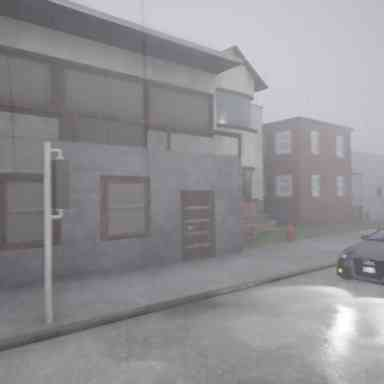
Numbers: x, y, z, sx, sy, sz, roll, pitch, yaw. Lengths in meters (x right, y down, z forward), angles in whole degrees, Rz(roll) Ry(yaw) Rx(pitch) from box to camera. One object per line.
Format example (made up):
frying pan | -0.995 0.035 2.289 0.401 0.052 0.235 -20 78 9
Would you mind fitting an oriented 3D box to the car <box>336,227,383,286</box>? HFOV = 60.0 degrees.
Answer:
car | 5.700 1.624 8.906 4.181 1.385 1.994 0 -1 -37
